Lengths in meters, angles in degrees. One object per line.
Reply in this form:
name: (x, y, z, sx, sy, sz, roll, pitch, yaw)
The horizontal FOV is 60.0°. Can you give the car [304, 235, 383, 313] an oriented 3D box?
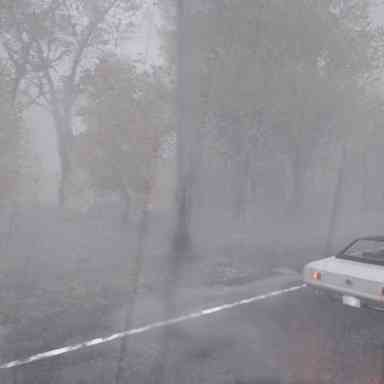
car: (4.550, 1.581, 6.994, 4.718, 1.301, 1.895, 0, 0, -35)
